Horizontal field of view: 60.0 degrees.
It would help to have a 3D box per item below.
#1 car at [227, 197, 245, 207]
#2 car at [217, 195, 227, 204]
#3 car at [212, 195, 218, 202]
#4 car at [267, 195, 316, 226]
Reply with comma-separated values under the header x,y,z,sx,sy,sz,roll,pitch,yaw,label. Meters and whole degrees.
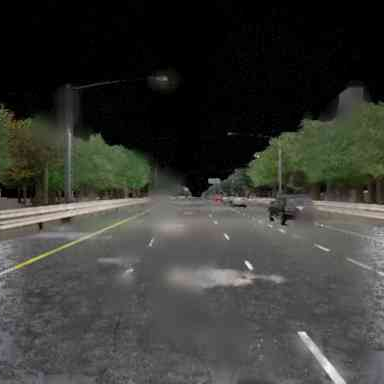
x,y,z,sx,sy,sz,roll,pitch,yaw,label
7.068,1.686,52.006,1.994,1.385,4.181,0,0,0,car
7.166,1.836,70.855,2.128,1.511,4.902,0,-1,0,car
7.309,1.799,90.867,2.150,2.045,5.566,0,-1,0,car
7.000,1.231,23.868,2.150,2.045,5.566,0,0,0,car
